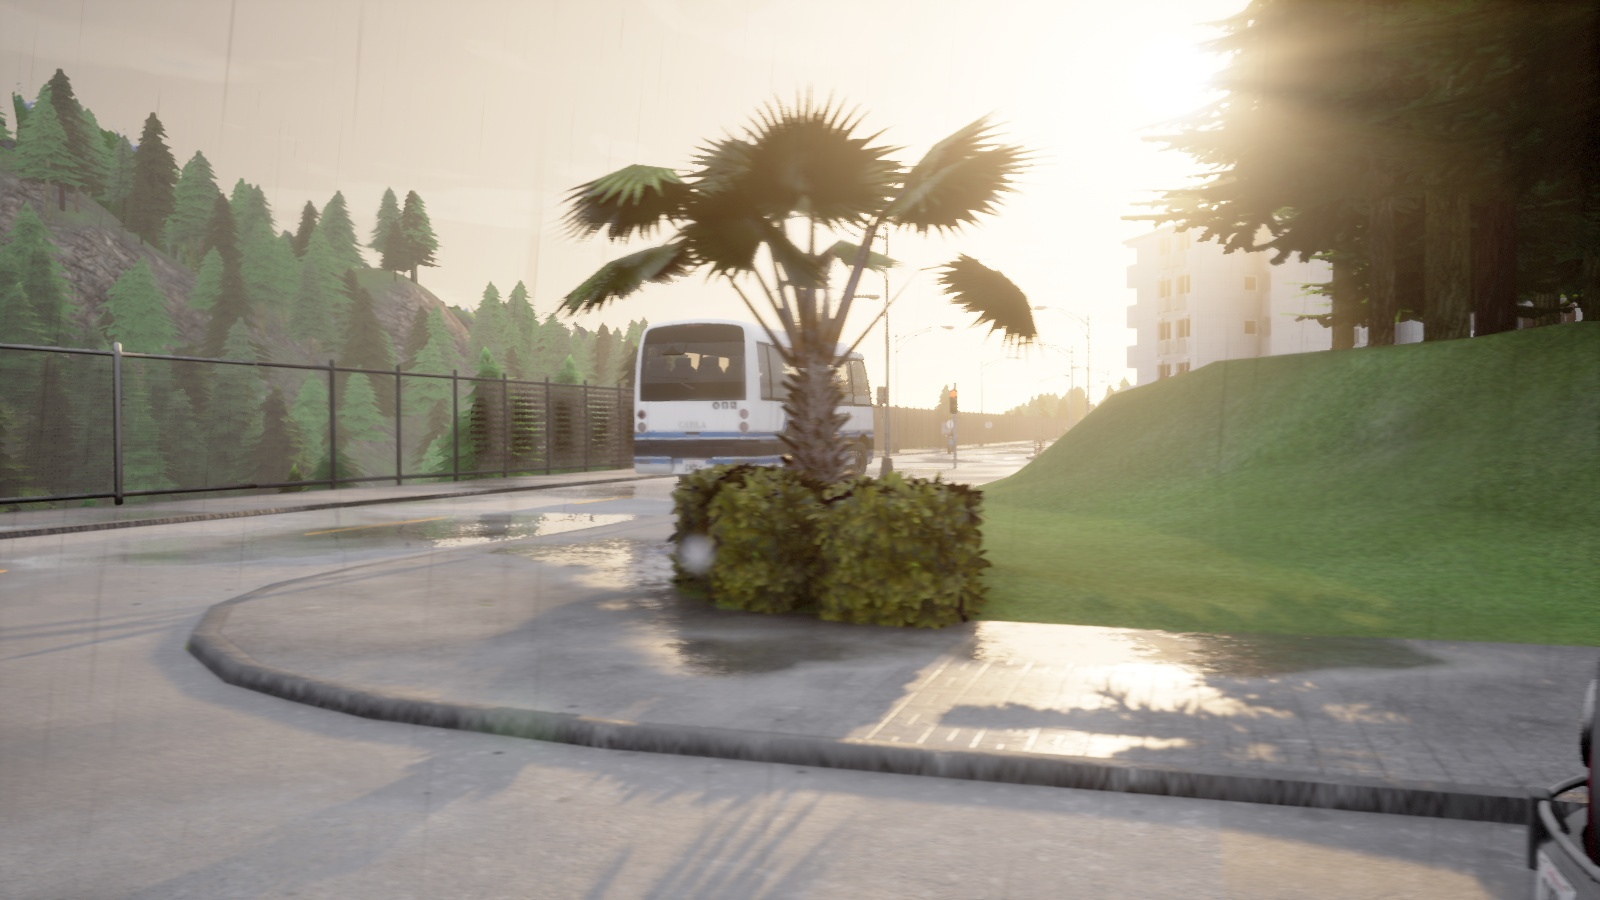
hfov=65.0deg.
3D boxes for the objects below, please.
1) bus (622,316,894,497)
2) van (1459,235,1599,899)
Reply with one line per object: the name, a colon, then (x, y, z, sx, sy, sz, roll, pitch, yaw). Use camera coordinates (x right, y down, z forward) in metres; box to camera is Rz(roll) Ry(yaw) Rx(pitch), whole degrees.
bus: (-0.713, -1.106, 34.900, 3.944, 4.253, 10.273, 1, 1, 20)
van: (3.937, 0.556, 2.439, 4.442, 1.987, 1.775, 1, 1, 17)
